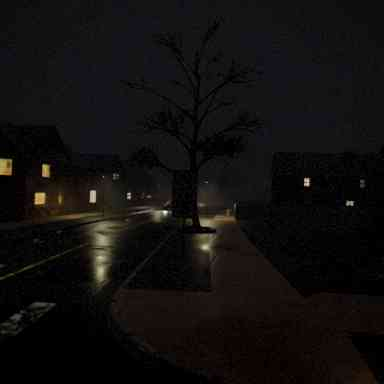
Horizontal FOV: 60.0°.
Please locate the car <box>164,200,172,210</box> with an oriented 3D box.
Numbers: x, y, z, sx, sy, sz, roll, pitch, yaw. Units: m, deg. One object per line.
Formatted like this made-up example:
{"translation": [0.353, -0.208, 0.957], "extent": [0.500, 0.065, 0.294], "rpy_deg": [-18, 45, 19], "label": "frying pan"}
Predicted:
{"translation": [-2.674, 1.919, 47.832], "extent": [2.033, 1.411, 5.357], "rpy_deg": [2, 0, 8], "label": "car"}
